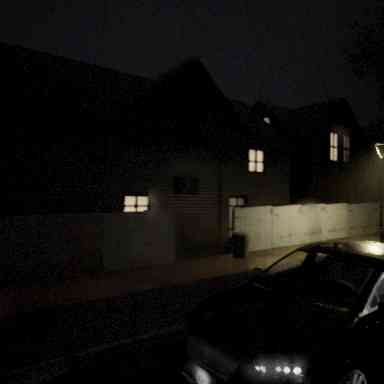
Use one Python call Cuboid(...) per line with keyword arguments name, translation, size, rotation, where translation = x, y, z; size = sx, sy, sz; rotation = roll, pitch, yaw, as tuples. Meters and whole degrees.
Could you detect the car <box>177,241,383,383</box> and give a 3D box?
Cuboid(name="car", translation=(2.100, 1.497, 4.559), size=(4.902, 1.511, 2.128), rotation=(0, 0, -35))
